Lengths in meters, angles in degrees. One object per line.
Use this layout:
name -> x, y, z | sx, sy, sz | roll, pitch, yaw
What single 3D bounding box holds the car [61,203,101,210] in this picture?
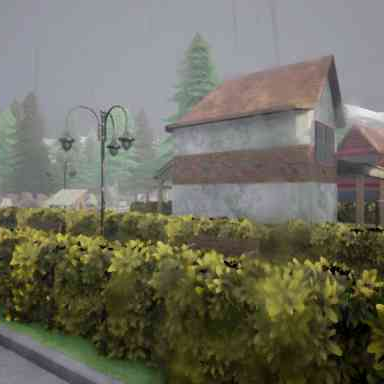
car -> -11.146, 1.748, 32.718 | 1.895, 1.301, 4.718 | 0, 0, 36
